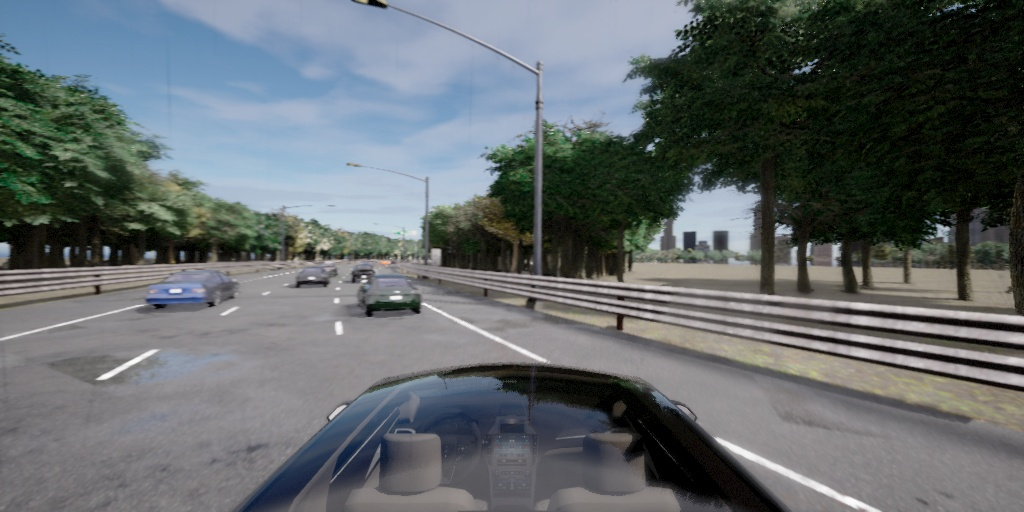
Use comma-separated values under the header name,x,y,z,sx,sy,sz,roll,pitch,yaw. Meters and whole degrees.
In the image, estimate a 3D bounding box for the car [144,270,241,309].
name,x,y,z,sx,sy,sz,roll,pitch,yaw
car,-12.977,1.297,14.929,2.033,1.411,5.357,1,-1,-26

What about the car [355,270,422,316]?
name,x,y,z,sx,sy,sz,roll,pitch,yaw
car,-4.878,1.412,14.096,1.994,1.385,4.181,1,-1,-26

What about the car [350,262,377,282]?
name,x,y,z,sx,sy,sz,roll,pitch,yaw
car,-13.035,1.463,31.487,1.837,1.490,4.892,1,-1,-24

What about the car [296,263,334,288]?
name,x,y,z,sx,sy,sz,roll,pitch,yaw
car,-14.021,1.433,25.435,1.994,1.385,4.181,1,-1,-25

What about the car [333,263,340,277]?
name,x,y,z,sx,sy,sz,roll,pitch,yaw
car,-19.580,1.446,38.224,2.128,1.511,4.902,1,-1,-23
